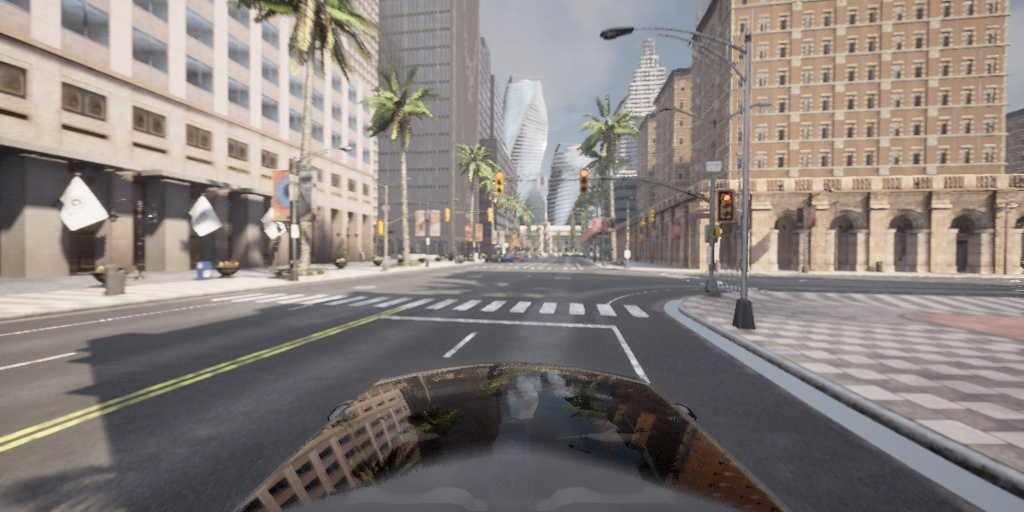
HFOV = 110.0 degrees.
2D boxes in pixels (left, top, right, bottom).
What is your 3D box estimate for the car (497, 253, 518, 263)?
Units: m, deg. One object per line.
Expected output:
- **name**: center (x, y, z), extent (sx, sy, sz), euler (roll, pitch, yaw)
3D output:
- **car**: center (-0.788, 0.455, 64.278), extent (1.882, 1.535, 5.008), euler (1, 1, 10)
